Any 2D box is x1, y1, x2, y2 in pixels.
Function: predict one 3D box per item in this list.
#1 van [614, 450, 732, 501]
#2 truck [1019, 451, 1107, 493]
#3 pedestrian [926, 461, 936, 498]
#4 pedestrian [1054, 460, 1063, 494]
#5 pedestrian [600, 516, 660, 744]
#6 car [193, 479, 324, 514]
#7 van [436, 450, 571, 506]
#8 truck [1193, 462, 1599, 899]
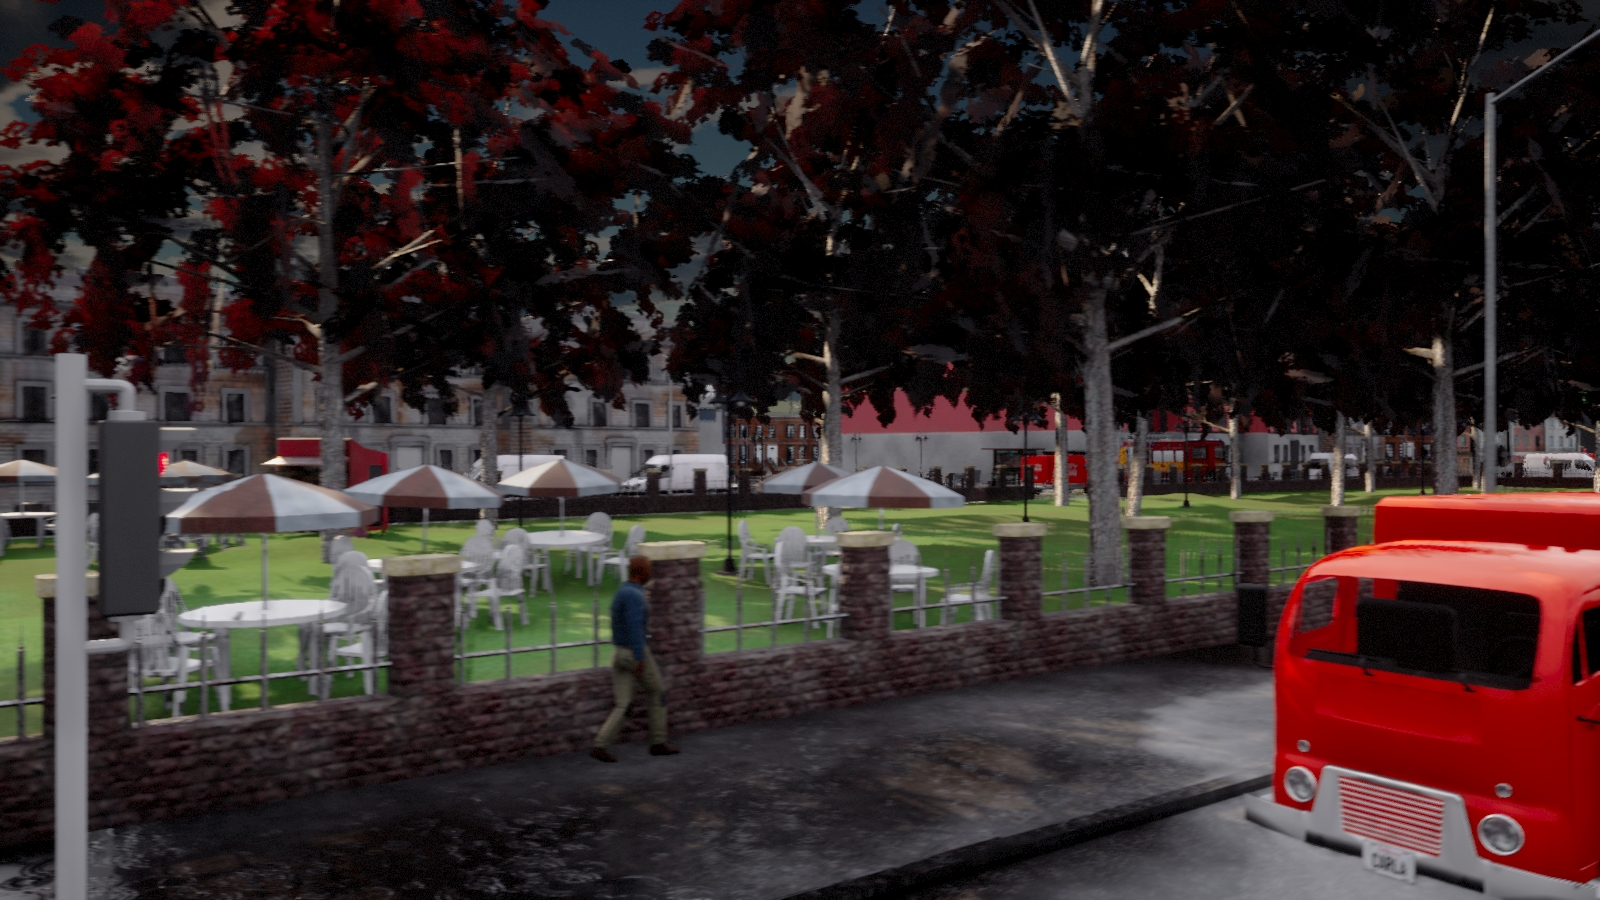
[{"bbox_3d":[-6.633,1.297,60.054,5.915,2.561,1.988,0,0,-36],"label":"van"},{"bbox_3d":[16.525,1.339,71.698,5.204,2.467,2.627,-1,0,-36],"label":"truck"},{"bbox_3d":[6.747,1.510,58.803,0.375,1.860,0.375,0,0,-36],"label":"pedestrian"},{"bbox_3d":[14.434,1.511,63.768,0.375,1.860,0.375,0,0,-36],"label":"pedestrian"},{"bbox_3d":[-1.450,1.513,9.765,0.375,1.860,0.375,0,0,-36],"label":"pedestrian"},{"bbox_3d":[-22.881,1.918,48.351,4.718,1.301,1.895,0,0,-36],"label":"car"},{"bbox_3d":[-14.148,1.298,54.664,5.915,2.561,1.988,0,0,-36],"label":"van"},{"bbox_3d":[5.525,1.347,8.169,5.204,2.467,2.627,0,0,-36],"label":"truck"}]
